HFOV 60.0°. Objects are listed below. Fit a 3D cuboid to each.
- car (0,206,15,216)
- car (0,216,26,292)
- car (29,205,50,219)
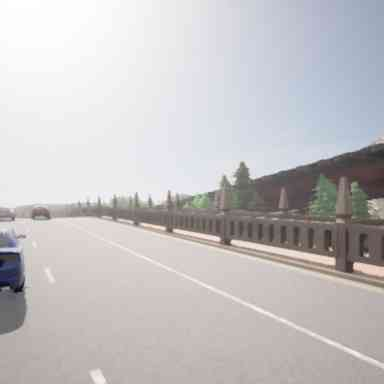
[{"bbox_3d":[-19.830,2.223,35.214,1.812,1.442,4.674,1,-3,-28],"label":"car"},{"bbox_3d":[-5.592,1.630,8.892,1.882,1.535,5.008,1,-1,-28],"label":"car"},{"bbox_3d":[-17.531,2.340,38.316,1.837,1.490,4.892,1,-3,-28],"label":"car"}]
